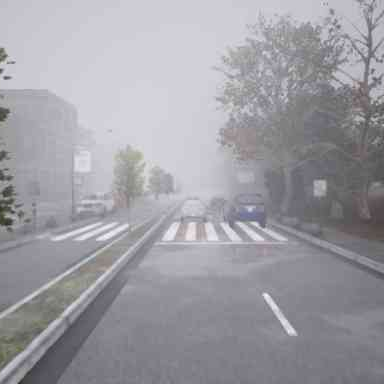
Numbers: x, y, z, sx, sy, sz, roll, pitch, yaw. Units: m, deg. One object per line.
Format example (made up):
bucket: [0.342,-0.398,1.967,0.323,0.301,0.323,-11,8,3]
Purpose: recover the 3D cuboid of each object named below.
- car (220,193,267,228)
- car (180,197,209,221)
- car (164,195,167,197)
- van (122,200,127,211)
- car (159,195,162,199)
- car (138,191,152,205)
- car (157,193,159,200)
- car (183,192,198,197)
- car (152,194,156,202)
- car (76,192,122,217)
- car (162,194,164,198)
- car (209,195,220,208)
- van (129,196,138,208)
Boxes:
car: [3.250,1.078,21.282,2.150,2.045,5.566,0,0,0]
car: [0.100,1.354,25.183,1.812,1.442,4.674,0,0,0]
car: [-7.872,0.784,78.747,2.231,1.521,4.892,0,1,0]
van: [-8.120,1.017,34.252,1.878,1.987,4.442,0,0,0]
car: [-7.934,0.944,67.620,2.163,1.488,4.792,0,1,0]
car: [-8.027,0.840,50.979,2.435,2.045,5.566,0,1,0]
car: [-7.966,1.016,62.105,2.002,1.452,4.674,0,1,0]
car: [0.099,1.174,42.959,2.128,1.511,4.902,0,1,0]
car: [-7.996,1.066,56.526,2.163,1.488,4.792,0,1,0]
car: [-8.149,1.034,28.794,2.435,2.045,5.566,0,0,0]
car: [-7.903,0.890,73.197,2.002,1.452,4.674,0,1,0]
car: [3.249,1.186,43.065,1.837,1.490,4.892,0,0,0]
van: [-8.089,0.970,39.799,1.878,1.987,4.442,0,1,0]
